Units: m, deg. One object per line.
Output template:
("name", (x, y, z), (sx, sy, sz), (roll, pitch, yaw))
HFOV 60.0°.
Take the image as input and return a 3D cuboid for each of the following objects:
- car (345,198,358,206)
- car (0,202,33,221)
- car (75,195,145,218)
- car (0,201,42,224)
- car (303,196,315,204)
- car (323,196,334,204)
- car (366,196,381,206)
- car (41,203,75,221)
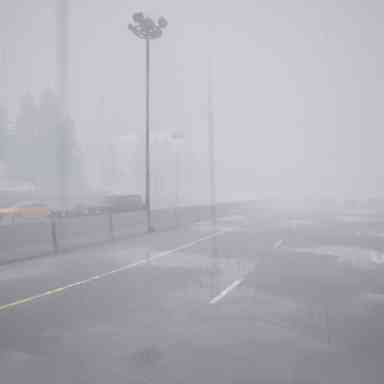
("car", (26.136, 1.601, 54.626), (1.895, 1.301, 4.718), (0, 0, 22))
("car", (-15.600, 1.564, 27.399), (1.994, 1.385, 4.181), (0, 0, 23))
("car", (-5.532, 1.224, 24.255), (2.150, 2.045, 5.566), (0, 0, 23))
("car", (-12.610, 1.477, 25.477), (1.882, 1.535, 5.008), (0, 0, 23))
("car", (22.665, 1.505, 64.501), (1.837, 1.490, 4.892), (0, 0, 23))
("car", (26.631, 1.478, 64.931), (1.882, 1.535, 5.008), (0, 0, 23))
("car", (30.397, 1.505, 55.745), (1.837, 1.490, 4.892), (0, 0, 22))
("car", (-8.792, 1.601, 25.532), (1.895, 1.301, 4.718), (0, 0, 23))
